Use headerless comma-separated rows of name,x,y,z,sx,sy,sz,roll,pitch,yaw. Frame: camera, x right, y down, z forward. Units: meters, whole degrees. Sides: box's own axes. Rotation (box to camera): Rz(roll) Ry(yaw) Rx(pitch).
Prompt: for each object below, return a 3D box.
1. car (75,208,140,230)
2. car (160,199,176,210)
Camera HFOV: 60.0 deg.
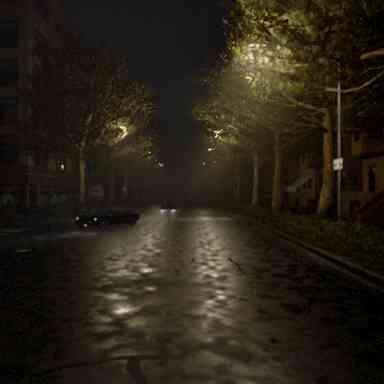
car,-5.533,1.727,22.291,1.895,1.301,4.718,0,0,26
car,-3.458,1.781,48.773,1.837,1.490,4.892,0,-1,0
